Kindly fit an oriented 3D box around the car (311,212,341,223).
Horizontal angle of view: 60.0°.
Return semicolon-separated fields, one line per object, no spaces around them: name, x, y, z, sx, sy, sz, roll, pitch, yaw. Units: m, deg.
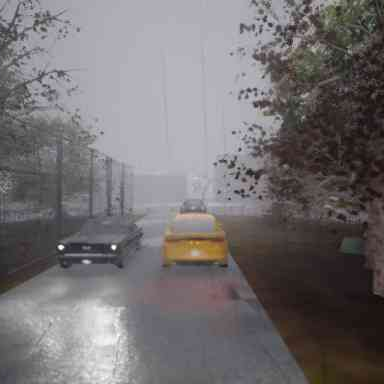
car;23.487;4.416;58.523;2.163;1.488;4.792;0;0;-18

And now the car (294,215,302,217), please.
car;17.563;4.136;58.702;2.435;2.045;5.566;0;0;-18

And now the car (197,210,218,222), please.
car;2.753;4.262;59.215;2.185;1.767;4.553;0;0;-18

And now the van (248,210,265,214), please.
van;11.594;4.162;59.020;1.878;1.987;4.442;0;0;-18

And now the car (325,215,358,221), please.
car;19.822;4.357;41.674;2.435;2.045;5.566;0;2;-18

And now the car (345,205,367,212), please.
car;40.772;4.106;82.724;4.674;1.452;2.002;-1;0;-17

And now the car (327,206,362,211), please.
car;26.404;4.135;58.470;2.435;2.045;5.566;0;0;-18

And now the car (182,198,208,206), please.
car;0.271;1.312;28.645;2.097;1.767;4.553;0;0;5

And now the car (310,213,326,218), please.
car;20.521;4.135;58.608;2.435;2.045;5.566;0;0;-18

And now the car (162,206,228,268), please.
car;0.092;1.462;11.303;1.882;1.535;5.008;0;0;0

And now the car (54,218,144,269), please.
car;-2.848;1.585;11.213;1.895;1.301;4.718;0;0;0
